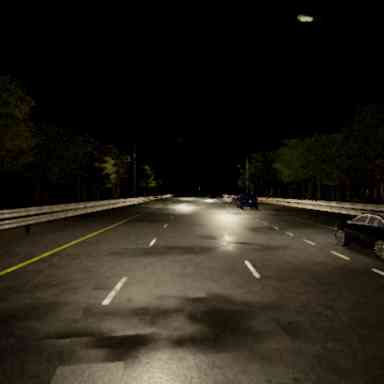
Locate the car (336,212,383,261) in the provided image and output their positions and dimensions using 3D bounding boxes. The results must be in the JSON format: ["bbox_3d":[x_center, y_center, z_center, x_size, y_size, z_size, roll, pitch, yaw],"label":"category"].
[{"bbox_3d":[7.001,1.492,12.174,2.128,1.511,4.902,0,0,0],"label":"car"}]

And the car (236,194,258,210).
[{"bbox_3d":[7.020,1.242,42.607,2.150,2.045,5.566,0,0,0],"label":"car"}]

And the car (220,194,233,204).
[{"bbox_3d":[7.096,1.574,66.584,1.812,1.442,4.674,0,0,0],"label":"car"}]
